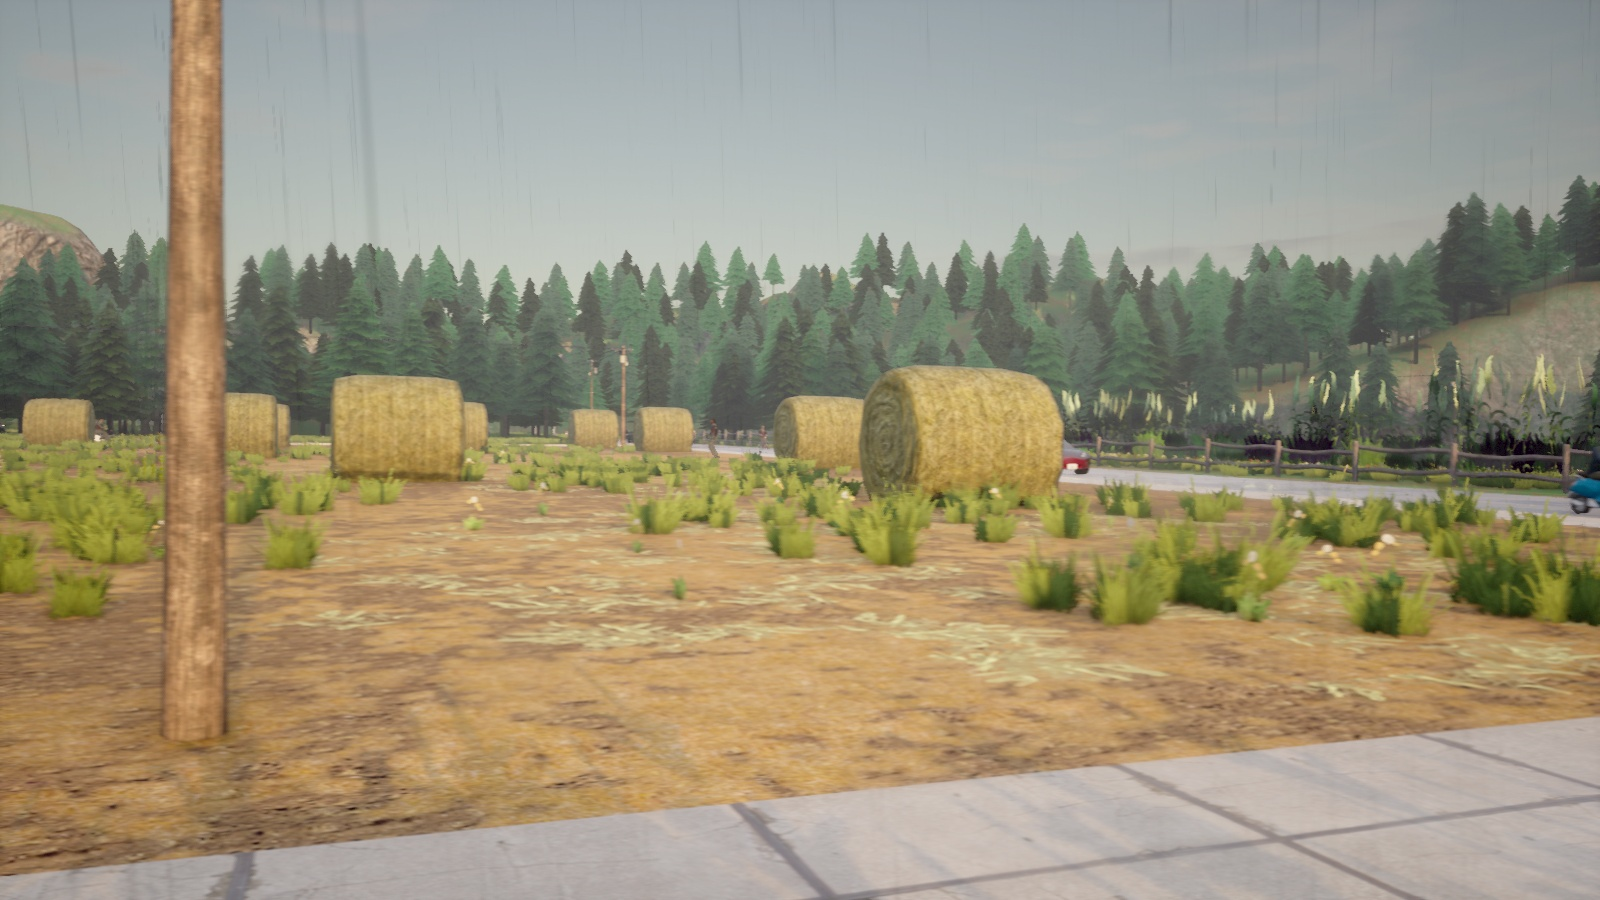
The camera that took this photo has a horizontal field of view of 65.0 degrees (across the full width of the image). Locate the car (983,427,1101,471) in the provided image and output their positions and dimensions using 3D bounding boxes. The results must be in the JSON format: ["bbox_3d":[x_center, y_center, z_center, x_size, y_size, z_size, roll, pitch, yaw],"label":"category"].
[{"bbox_3d":[8.681,-0.071,45.498,2.163,1.488,4.792,-1,1,-18],"label":"car"}]

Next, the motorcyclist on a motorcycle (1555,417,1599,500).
[{"bbox_3d":[15.605,0.156,24.069,0.866,1.590,1.817,-1,1,-18],"label":"motorcyclist on a motorcycle"}]

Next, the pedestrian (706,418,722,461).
[{"bbox_3d":[-3.896,-0.464,56.635,0.666,1.930,0.402,-1,1,-9],"label":"pedestrian"}]
